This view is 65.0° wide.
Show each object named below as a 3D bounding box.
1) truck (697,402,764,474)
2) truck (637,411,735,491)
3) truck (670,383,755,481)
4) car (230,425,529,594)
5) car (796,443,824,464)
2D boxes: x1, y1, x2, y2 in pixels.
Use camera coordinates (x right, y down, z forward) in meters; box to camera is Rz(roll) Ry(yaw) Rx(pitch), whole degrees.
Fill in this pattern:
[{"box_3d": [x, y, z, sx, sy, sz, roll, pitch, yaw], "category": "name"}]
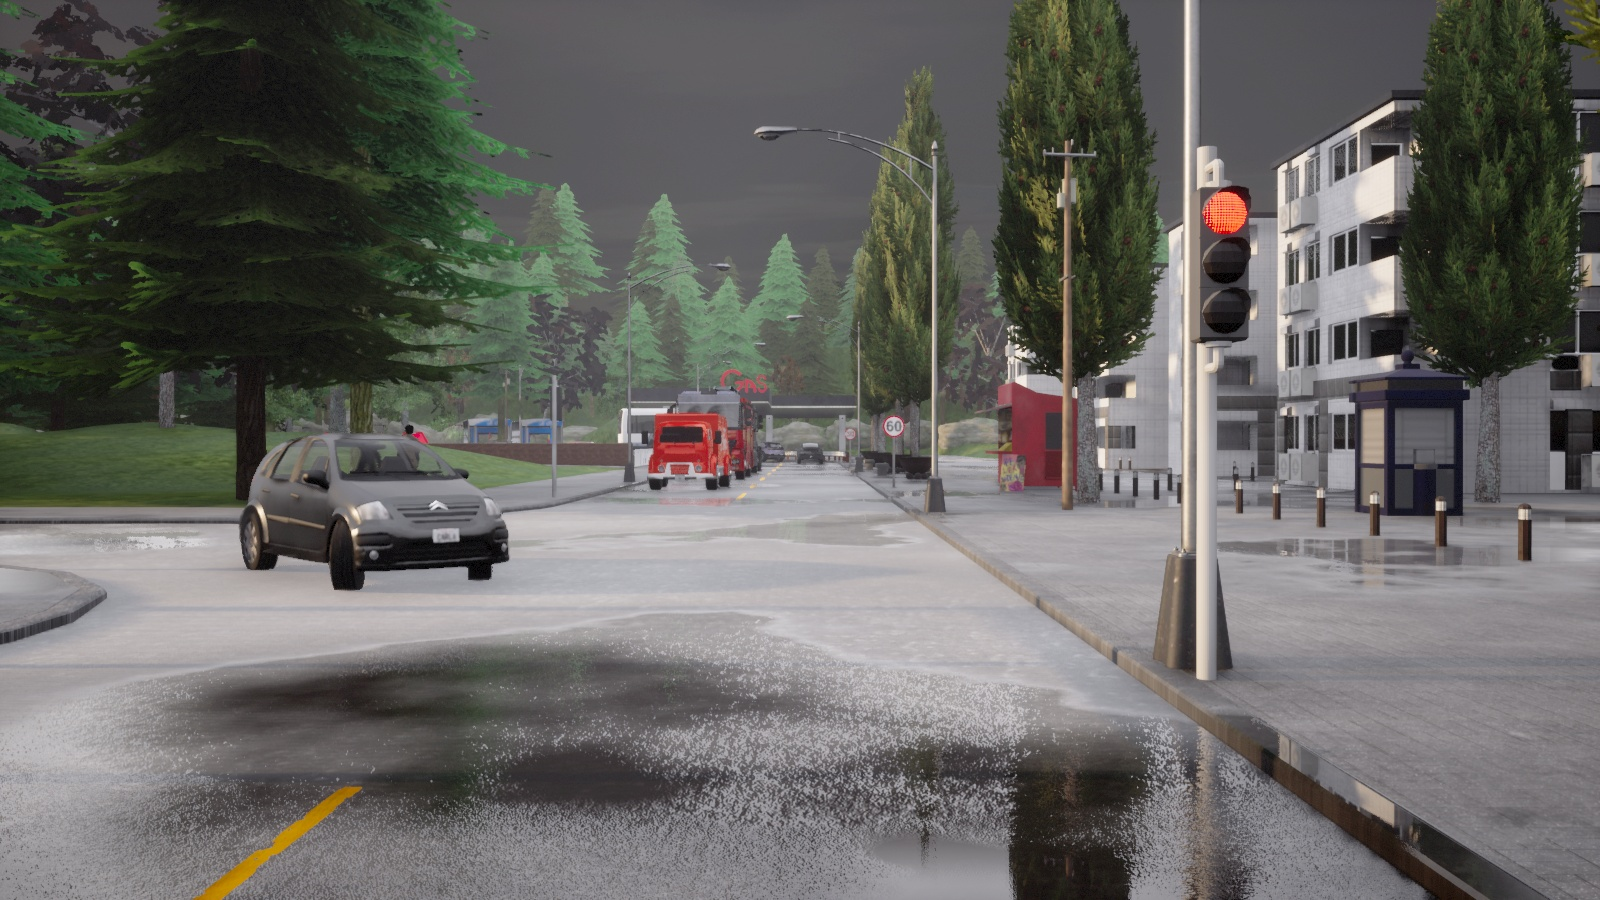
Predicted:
[{"box_3d": [-3.469, -0.603, 64.590, 2.891, 3.462, 7.936, 0, 0, 1], "category": "truck"}, {"box_3d": [-3.652, 0.024, 41.332, 2.627, 2.467, 5.204, 0, 0, 1], "category": "truck"}, {"box_3d": [-3.575, -0.721, 53.228, 2.891, 3.827, 8.468, 0, 0, 1], "category": "truck"}, {"box_3d": [-4.844, 0.561, 14.131, 1.851, 1.617, 3.988, 0, 0, -40], "category": "car"}, {"box_3d": [0.703, 0.238, 90.981, 1.837, 1.490, 4.892, 0, 0, -1], "category": "car"}]
